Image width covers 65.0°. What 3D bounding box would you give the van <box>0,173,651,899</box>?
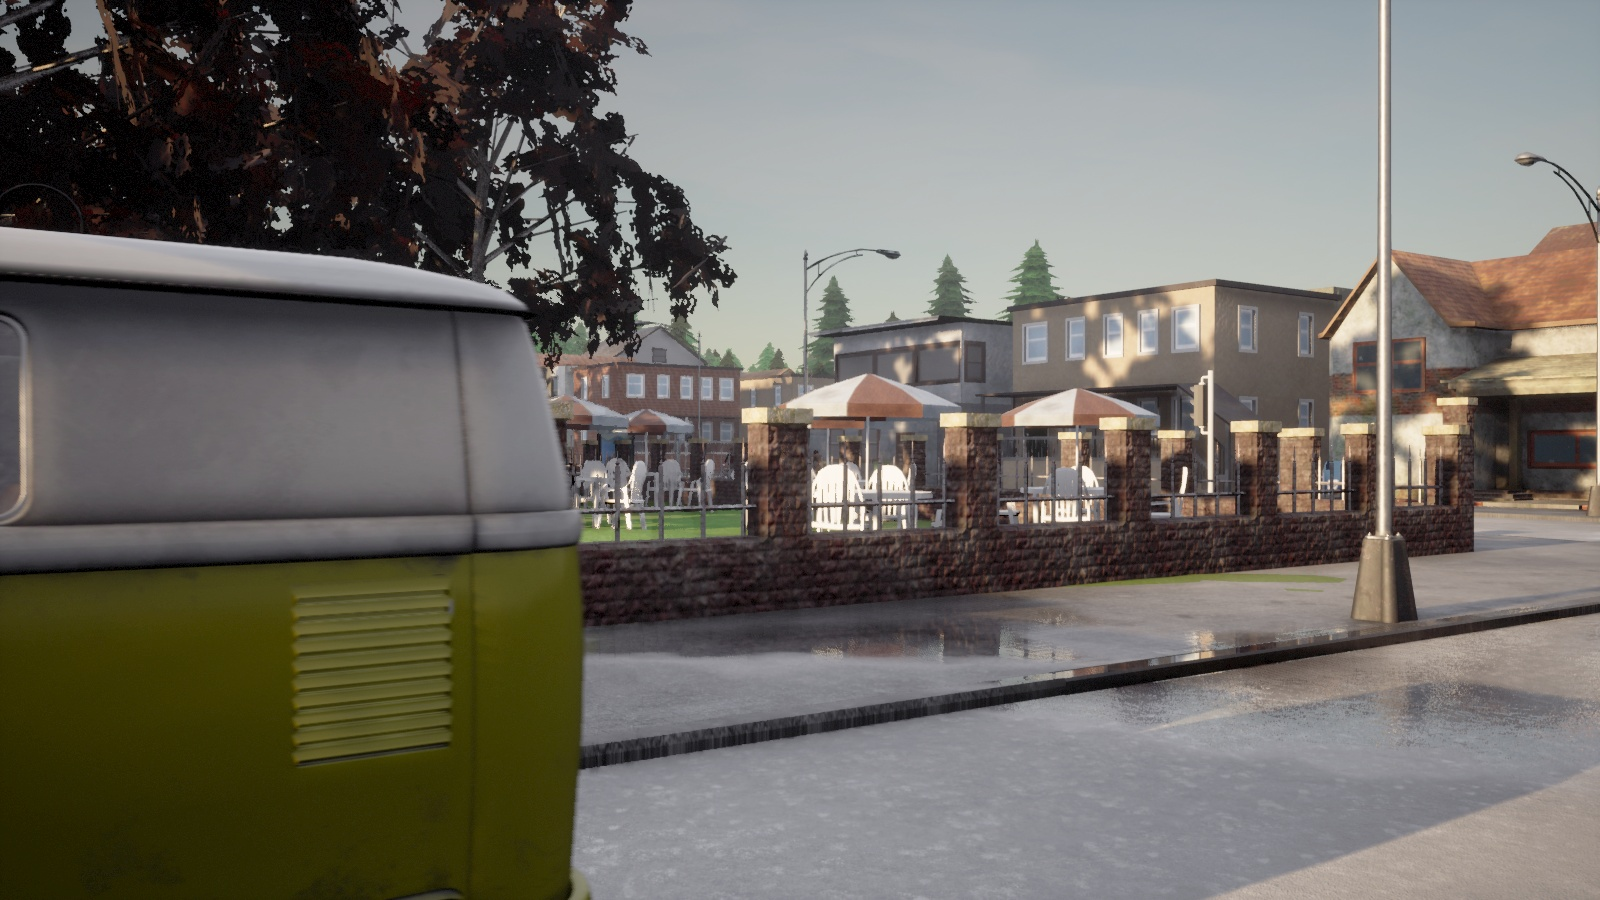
[{"bbox_3d":[-2.681,0.509,2.404,4.442,1.987,1.775,0,0,-35],"label":"van"}]
